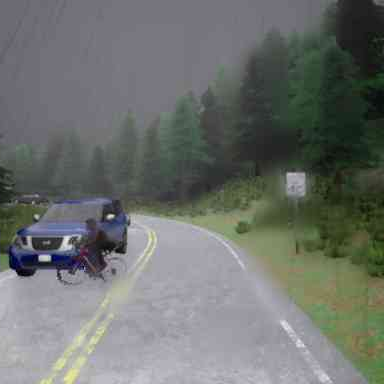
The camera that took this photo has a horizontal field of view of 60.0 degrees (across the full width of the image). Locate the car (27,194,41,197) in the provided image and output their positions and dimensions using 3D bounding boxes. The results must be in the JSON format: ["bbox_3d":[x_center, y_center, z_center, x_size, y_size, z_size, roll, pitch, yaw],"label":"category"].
[{"bbox_3d":[-21.194,1.001,43.893,5.008,1.535,1.882,3,-3,23],"label":"car"}]

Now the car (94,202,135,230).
[{"bbox_3d":[-5.355,1.514,22.370,2.033,1.411,5.357,1,0,-20],"label":"car"}]

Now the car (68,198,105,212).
[{"bbox_3d":[-12.144,1.479,38.142,4.718,1.301,1.895,2,-2,43],"label":"car"}]

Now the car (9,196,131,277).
[{"bbox_3d":[-3.520,1.237,10.692,2.150,2.045,5.566,0,0,0],"label":"car"}]

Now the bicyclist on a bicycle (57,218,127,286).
[{"bbox_3d":[-2.367,1.478,8.116,1.656,1.620,0.582,4,0,-20],"label":"bicyclist on a bicycle"}]
